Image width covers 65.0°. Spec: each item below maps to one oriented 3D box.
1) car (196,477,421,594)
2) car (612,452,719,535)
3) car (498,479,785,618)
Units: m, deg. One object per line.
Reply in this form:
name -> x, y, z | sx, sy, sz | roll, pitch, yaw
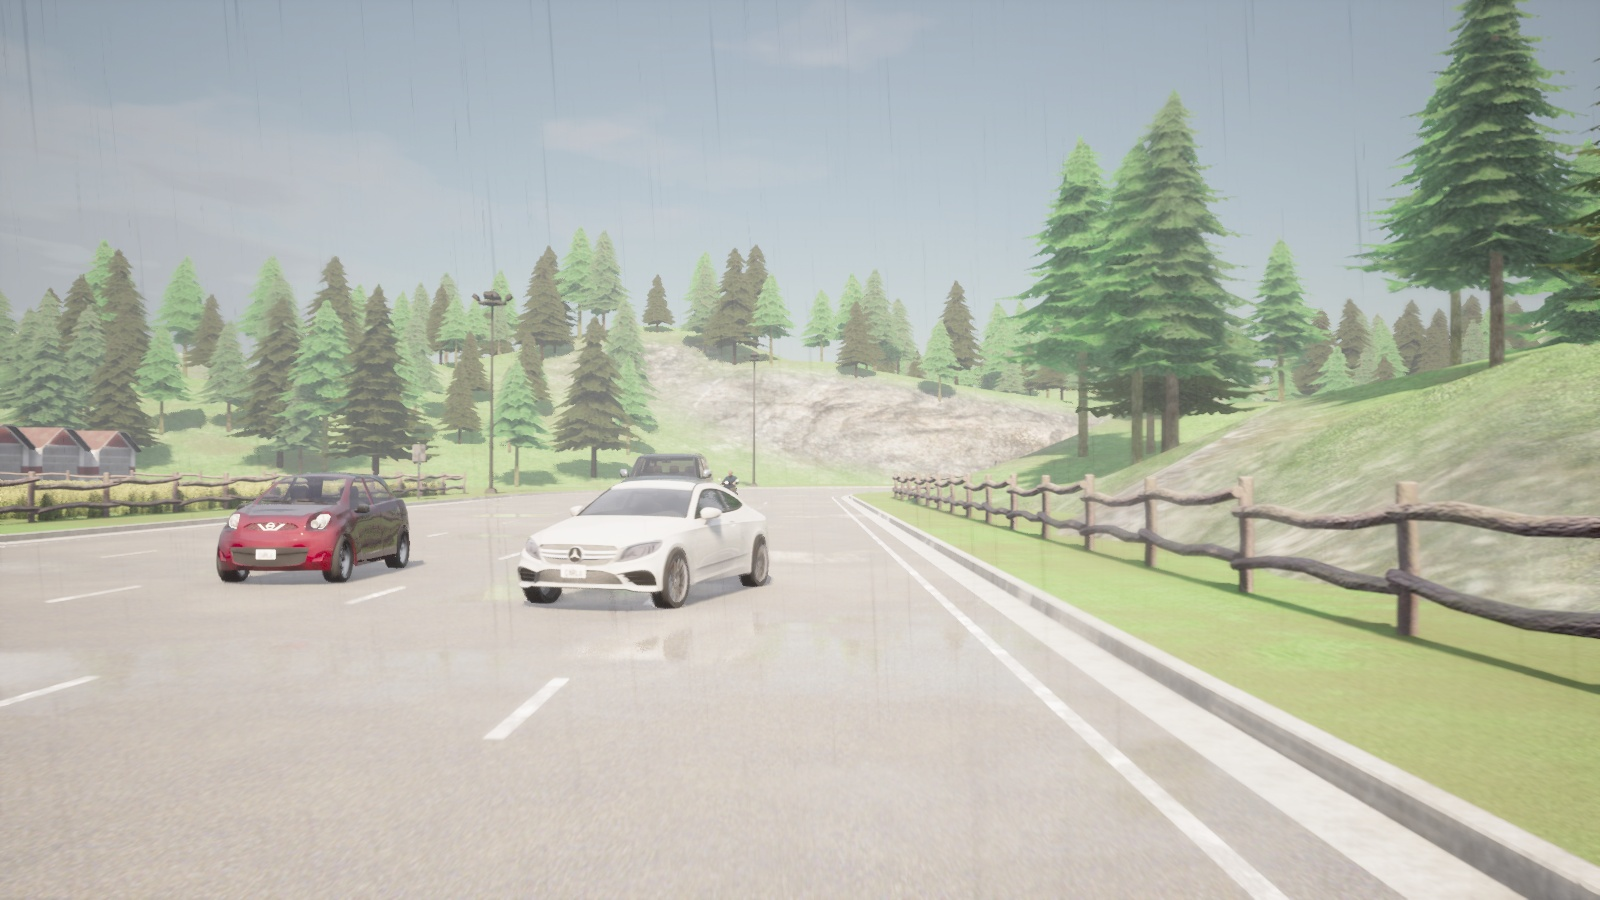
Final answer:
car -> -6.996, 1.162, 18.295 | 1.845, 1.501, 3.633 | 0, -1, 0
car -> -3.503, 1.113, 33.842 | 2.150, 2.045, 5.566 | 0, -1, 1
car -> -1.784, 1.113, 15.872 | 1.812, 1.442, 4.674 | -1, -1, 17
